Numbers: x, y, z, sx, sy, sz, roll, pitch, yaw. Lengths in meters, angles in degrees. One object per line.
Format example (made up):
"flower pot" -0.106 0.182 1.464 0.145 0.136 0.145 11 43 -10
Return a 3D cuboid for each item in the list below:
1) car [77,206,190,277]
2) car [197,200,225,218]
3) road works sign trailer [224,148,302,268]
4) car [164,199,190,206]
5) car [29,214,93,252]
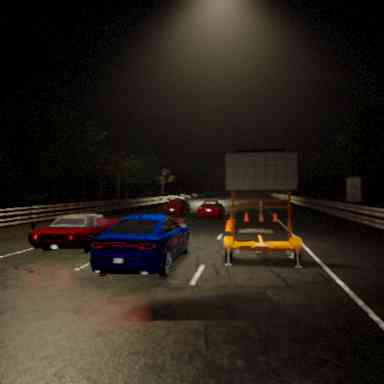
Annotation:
"car" -1.305 1.428 10.182 1.882 1.535 5.008 0 0 9
"car" 1.650 1.385 27.931 1.994 1.385 4.181 0 0 9
"road works sign trailer" 2.283 0.381 11.079 2.380 3.560 2.880 0 0 9
"car" -1.371 1.351 31.119 1.812 1.442 4.674 0 0 9
"car" -4.302 1.555 13.485 1.895 1.301 4.718 0 0 9
